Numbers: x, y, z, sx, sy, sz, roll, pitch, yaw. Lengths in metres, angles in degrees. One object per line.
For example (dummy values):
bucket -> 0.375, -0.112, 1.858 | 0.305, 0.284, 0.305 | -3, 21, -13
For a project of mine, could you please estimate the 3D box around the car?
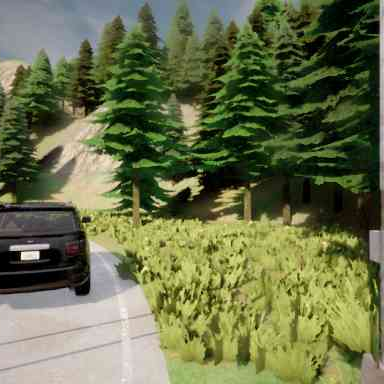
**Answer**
car -> -3.807, 1.245, 8.497 | 2.150, 2.045, 5.566 | 0, 0, -20
